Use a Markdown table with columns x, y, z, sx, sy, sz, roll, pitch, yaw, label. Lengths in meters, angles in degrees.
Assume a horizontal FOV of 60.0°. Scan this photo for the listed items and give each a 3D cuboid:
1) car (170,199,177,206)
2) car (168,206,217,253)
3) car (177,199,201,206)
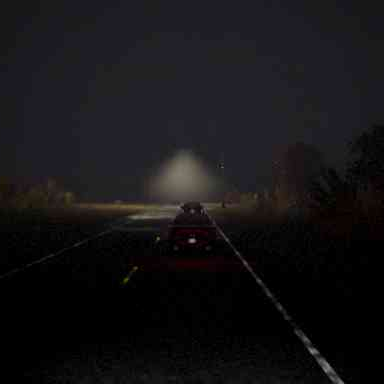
| x | y | z | sx | sy | sz | roll | pitch | yaw | label |
| --- | --- | --- | --- | --- | --- | --- | --- | --- | --- |
| -3.504 | 2.264 | 71.006 | 1.994 | 1.385 | 4.181 | 0 | -1 | 0 | car |
| 0.017 | 1.617 | 14.483 | 1.882 | 1.535 | 5.008 | 0 | 0 | 0 | car |
| 0.027 | 1.632 | 29.077 | 2.097 | 1.767 | 4.553 | 0 | -1 | 0 | car |
